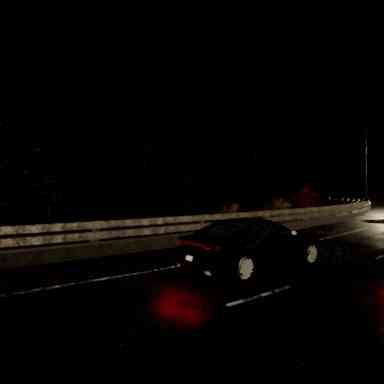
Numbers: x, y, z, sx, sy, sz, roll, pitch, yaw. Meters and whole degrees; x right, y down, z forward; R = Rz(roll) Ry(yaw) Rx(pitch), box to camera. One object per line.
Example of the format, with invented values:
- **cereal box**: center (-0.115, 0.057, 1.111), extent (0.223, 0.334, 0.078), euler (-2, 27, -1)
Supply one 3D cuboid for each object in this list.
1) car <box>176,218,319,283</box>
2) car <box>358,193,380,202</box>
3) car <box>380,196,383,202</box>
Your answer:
- **car**: center (1.848, 1.505, 9.904), extent (5.008, 1.535, 1.882), euler (0, 0, -39)
- **car**: center (38.735, 1.233, 73.493), extent (2.150, 2.045, 5.566), euler (0, 0, 8)
- **car**: center (42.180, 1.550, 72.867), extent (1.994, 1.385, 4.181), euler (0, 0, 8)
